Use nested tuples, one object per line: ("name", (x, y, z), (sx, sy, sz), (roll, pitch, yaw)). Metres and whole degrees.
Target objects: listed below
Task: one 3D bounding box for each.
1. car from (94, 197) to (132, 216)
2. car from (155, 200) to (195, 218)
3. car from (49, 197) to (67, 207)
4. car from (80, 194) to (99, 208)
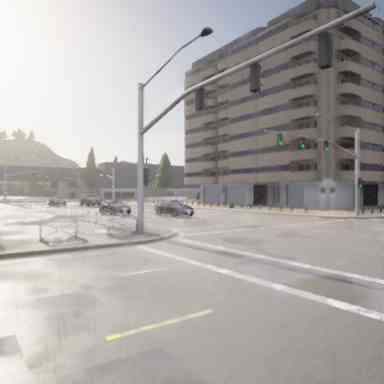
("car", (-7.691, 1.532, 33.341), (2.128, 1.511, 4.902), (0, 0, -35))
("car", (-1.671, 1.528, 30.893), (2.128, 1.511, 4.902), (0, 0, -35))
("car", (-21.288, 1.532, 52.675), (2.128, 1.511, 4.902), (0, 0, -35))
("car", (-15.192, 1.259, 50.044), (2.150, 2.045, 5.566), (0, 0, -35))
